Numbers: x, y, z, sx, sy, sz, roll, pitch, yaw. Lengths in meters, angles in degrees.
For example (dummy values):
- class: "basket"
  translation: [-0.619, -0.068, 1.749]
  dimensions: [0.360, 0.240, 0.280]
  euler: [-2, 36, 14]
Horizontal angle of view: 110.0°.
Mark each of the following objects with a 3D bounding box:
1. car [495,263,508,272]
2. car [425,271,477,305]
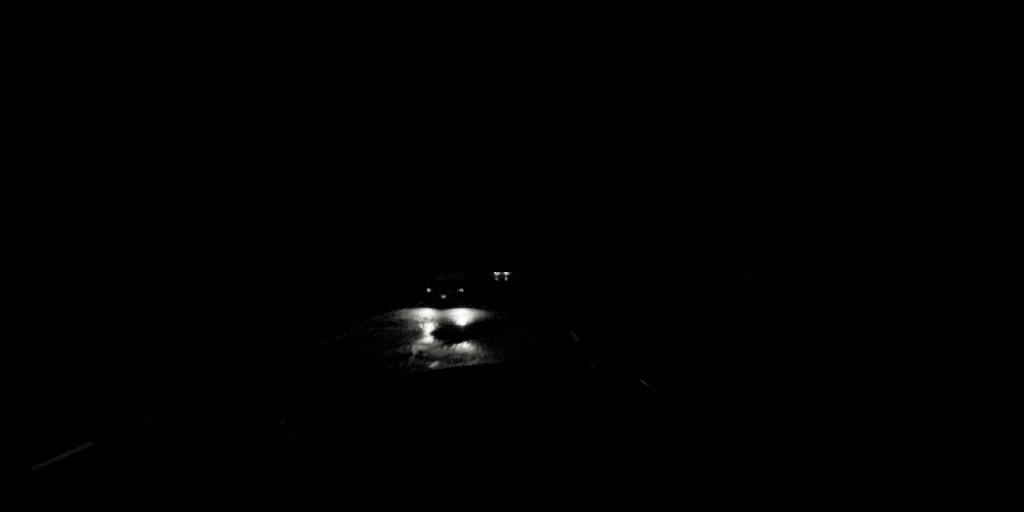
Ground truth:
- class: "car"
  translation: [-1.649, 1.887, 58.761]
  dimensions: [1.837, 1.490, 4.892]
  euler: [0, -1, 2]
- class: "car"
  translation: [-2.779, 1.440, 17.178]
  dimensions: [1.812, 1.442, 4.674]
  euler: [0, -1, 2]
